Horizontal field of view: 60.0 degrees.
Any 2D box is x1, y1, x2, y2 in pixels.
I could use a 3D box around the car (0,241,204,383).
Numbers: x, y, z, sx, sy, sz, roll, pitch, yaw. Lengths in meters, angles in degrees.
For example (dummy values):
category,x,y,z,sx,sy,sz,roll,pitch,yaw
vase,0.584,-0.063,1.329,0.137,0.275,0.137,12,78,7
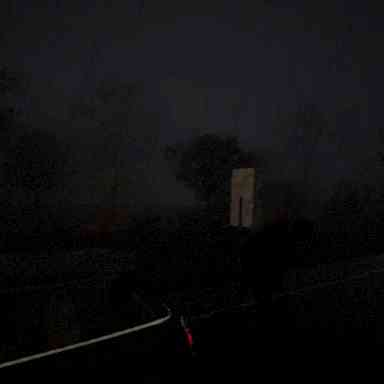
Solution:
category,x,y,z,sx,sy,sz,roll,pitch,yaw
car,-2.159,1.346,2.451,4.553,1.767,2.097,1,-1,-36
